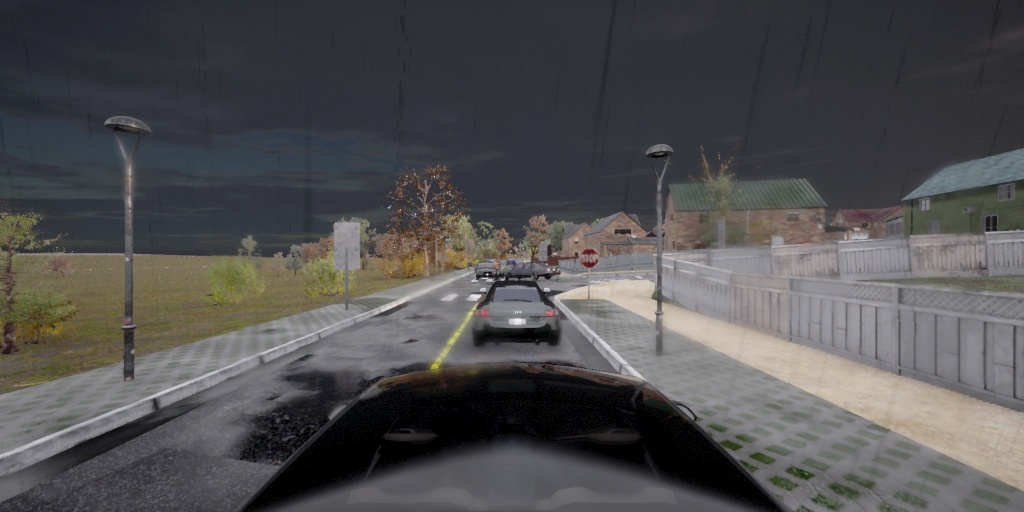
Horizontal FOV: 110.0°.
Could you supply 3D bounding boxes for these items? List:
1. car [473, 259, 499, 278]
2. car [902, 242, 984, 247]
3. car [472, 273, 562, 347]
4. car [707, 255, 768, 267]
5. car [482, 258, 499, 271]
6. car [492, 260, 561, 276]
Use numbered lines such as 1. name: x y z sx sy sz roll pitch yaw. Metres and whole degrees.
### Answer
1. car: -2.324 1.257 31.272 1.837 1.490 4.892 0 0 -8
2. car: 23.842 -0.208 20.380 4.902 1.511 2.128 -3 0 14
3. car: 0.084 1.313 9.352 1.994 1.385 4.181 0 0 -1
4. car: 14.336 0.413 22.778 4.181 1.385 1.994 -3 0 16
5. car: -2.969 1.120 51.088 2.097 1.767 4.553 0 0 0
6. car: 1.271 1.198 28.369 5.357 1.411 2.033 -4 -3 43
